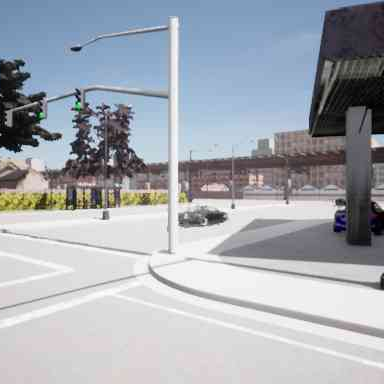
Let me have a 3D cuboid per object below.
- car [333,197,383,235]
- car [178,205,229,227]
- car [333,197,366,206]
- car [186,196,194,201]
[{"bbox_3d":[9.176,1.294,17.922,2.242,1.667,4.611,0,0,37],"label":"car"},{"bbox_3d":[0.856,1.620,23.005,1.994,1.385,4.181,0,-1,36],"label":"car"},{"bbox_3d":[25.638,1.532,54.170,4.902,1.511,2.128,0,-2,-25],"label":"car"},{"bbox_3d":[-1.606,1.532,78.729,4.181,1.385,1.994,0,0,37],"label":"car"}]
